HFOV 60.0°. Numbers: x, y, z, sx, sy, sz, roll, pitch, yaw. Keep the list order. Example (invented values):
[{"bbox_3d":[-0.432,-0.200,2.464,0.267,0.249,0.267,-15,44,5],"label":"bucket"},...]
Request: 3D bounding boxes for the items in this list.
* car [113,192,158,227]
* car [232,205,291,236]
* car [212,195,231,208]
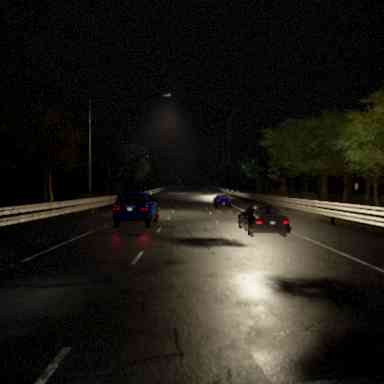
[{"bbox_3d":[-3.452,1.022,21.074,2.150,2.045,5.566,0,1,0],"label":"car"},{"bbox_3d":[3.555,1.389,17.209,2.033,1.411,5.357,0,1,0],"label":"car"},{"bbox_3d":[3.502,1.060,38.972,1.812,1.442,4.674,0,1,0],"label":"car"}]
